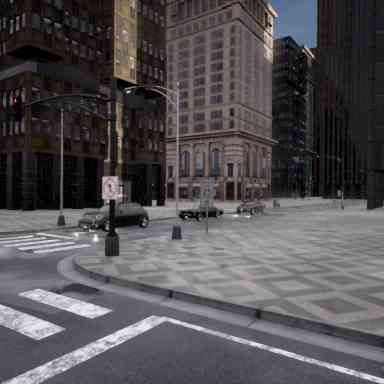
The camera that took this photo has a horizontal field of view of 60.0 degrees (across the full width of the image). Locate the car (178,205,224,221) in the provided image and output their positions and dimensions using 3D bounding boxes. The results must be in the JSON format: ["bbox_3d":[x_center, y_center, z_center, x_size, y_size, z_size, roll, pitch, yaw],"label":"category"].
[{"bbox_3d":[0.822,1.740,28.919,1.895,1.301,4.718,1,0,35],"label":"car"}]

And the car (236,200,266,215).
[{"bbox_3d":[6.670,1.702,37.182,1.837,1.490,4.892,1,0,35],"label":"car"}]

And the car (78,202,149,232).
[{"bbox_3d":[-4.831,1.431,20.906,2.097,1.767,4.553,1,0,35],"label":"car"}]
